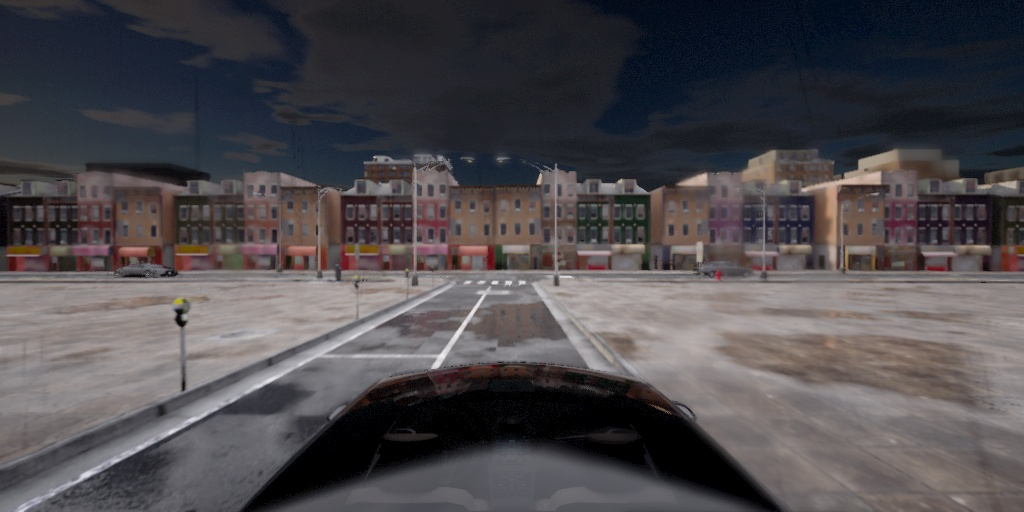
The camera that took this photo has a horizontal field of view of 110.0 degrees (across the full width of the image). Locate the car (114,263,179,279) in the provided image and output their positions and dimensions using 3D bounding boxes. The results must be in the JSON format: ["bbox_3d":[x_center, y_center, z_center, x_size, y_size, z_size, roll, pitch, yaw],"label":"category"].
[{"bbox_3d":[-31.866,1.310,31.331,4.181,1.385,1.994,0,1,0],"label":"car"}]

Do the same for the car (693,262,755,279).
[{"bbox_3d":[18.404,1.225,31.189,4.902,1.511,2.128,0,1,0],"label":"car"}]
